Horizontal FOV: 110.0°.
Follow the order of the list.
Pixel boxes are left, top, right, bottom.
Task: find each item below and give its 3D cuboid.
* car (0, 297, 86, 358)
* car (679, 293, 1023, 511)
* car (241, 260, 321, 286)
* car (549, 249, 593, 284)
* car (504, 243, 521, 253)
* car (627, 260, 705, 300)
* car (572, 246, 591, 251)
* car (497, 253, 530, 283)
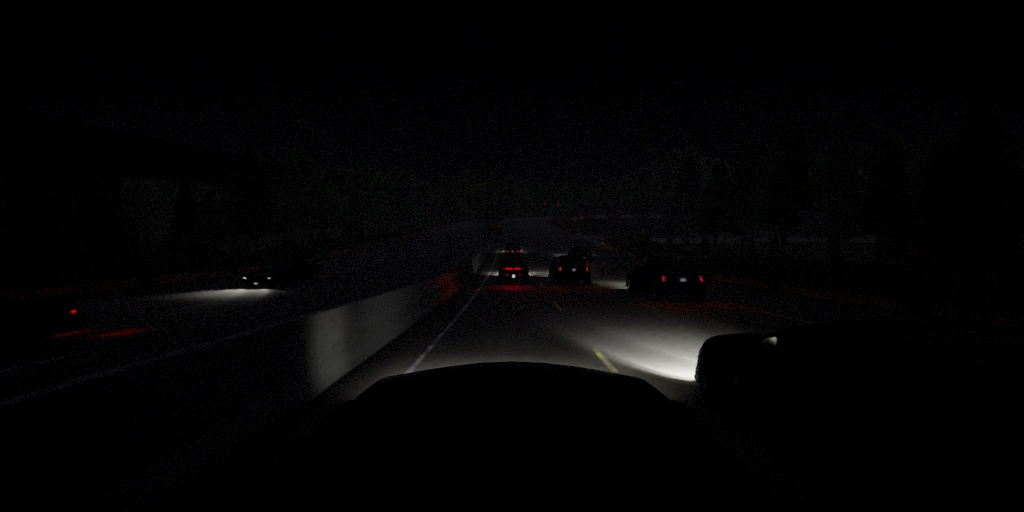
[{"bbox_3d":[-10.596,1.278,5.648,2.033,1.411,5.357,0,0,0],"label":"car"},{"bbox_3d":[3.599,1.305,3.447,1.994,1.385,4.181,0,0,0],"label":"car"},{"bbox_3d":[-14.004,0.987,22.223,2.033,1.411,5.357,0,3,0],"label":"car"},{"bbox_3d":[3.596,0.707,22.936,2.097,1.767,4.553,0,3,0],"label":"car"},{"bbox_3d":[0.034,-0.756,40.865,2.033,1.411,5.357,0,8,0],"label":"car"},{"bbox_3d":[7.103,0.952,17.041,2.097,1.767,4.553,0,2,-1],"label":"car"},{"bbox_3d":[7.052,-0.339,37.143,1.837,1.490,4.892,0,6,0],"label":"car"},{"bbox_3d":[0.096,0.827,23.528,1.837,1.490,4.892,0,3,0],"label":"car"}]
